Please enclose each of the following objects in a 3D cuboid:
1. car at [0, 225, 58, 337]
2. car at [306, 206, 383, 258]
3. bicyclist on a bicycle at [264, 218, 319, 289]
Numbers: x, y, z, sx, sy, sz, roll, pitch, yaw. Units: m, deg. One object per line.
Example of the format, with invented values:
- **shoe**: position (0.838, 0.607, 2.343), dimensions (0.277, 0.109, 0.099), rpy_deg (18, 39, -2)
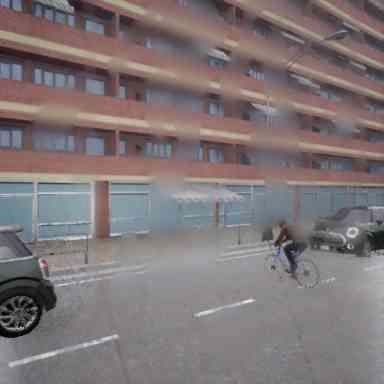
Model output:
- **car**: position (-4.577, 1.352, 5.013), dimensions (4.553, 1.767, 2.097), rpy_deg (0, 0, -35)
- **car**: position (6.445, 1.353, 12.846), dimensions (4.553, 1.767, 2.097), rpy_deg (0, 0, -35)
- **bicyclist on a bicycle**: position (2.360, 1.455, 8.103), dimensions (0.582, 1.620, 1.656), rpy_deg (0, -2, -35)
